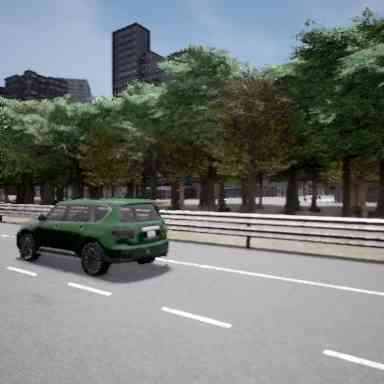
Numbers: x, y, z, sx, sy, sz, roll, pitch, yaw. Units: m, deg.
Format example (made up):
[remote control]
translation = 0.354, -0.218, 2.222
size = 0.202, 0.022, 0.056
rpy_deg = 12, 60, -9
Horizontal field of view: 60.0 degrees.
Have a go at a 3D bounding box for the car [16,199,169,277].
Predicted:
[car]
translation = -3.271, 1.227, 10.507
size = 5.566, 2.045, 2.150
rpy_deg = 0, 0, 36
